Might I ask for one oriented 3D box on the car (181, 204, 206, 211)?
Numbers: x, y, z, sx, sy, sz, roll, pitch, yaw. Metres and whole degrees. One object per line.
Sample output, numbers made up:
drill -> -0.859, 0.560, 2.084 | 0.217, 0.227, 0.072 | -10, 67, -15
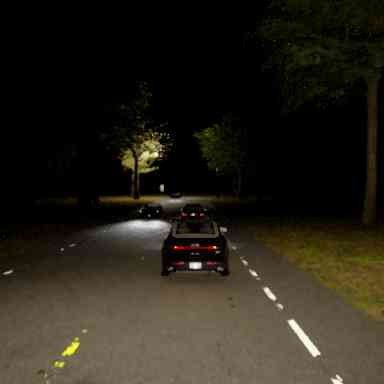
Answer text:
car -> 0.096, 1.656, 26.045 | 2.033, 1.411, 5.357 | 0, 0, 0

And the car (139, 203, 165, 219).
car -> -3.600, 1.685, 30.156 | 1.895, 1.301, 4.718 | 0, 0, 0

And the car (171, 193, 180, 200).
car -> -3.499, 0.936, 71.596 | 1.895, 1.301, 4.718 | 0, 1, 0

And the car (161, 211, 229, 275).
car -> 0.092, 1.575, 10.621 | 1.837, 1.490, 4.892 | 0, 0, 0
